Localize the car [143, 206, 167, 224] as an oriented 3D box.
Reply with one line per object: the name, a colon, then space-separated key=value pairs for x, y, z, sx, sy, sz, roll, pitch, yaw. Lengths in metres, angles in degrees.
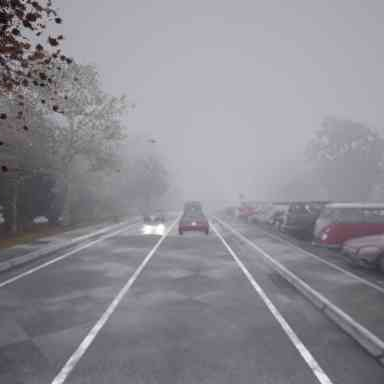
car: x=-3.338 y=2.090 z=30.808 sx=2.128 sy=1.511 sz=4.902 roll=0 pitch=-2 yaw=0

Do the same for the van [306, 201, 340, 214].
van: x=20.308 y=2.456 z=51.673 sx=4.442 sy=1.987 sz=1.878 roll=0 pitch=-2 yaw=0

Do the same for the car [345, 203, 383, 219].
car: x=20.139 y=2.146 z=37.707 sx=4.553 sy=1.767 sz=2.185 roll=0 pitch=-2 yaw=0

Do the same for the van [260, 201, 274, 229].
van: x=6.950 y=1.593 z=21.276 sx=4.442 sy=1.987 sz=1.878 roll=0 pitch=-2 yaw=0

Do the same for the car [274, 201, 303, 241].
car: x=7.087 y=1.430 z=15.742 sx=5.566 sy=2.045 sz=2.435 roll=0 pitch=-1 yaw=0

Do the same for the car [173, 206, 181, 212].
car: x=-3.204 y=3.641 z=72.015 sx=1.895 sy=1.301 sz=4.718 roll=0 pitch=-3 yaw=0

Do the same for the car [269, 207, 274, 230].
car: x=7.092 y=1.772 z=18.488 sx=4.792 sy=1.488 sz=2.163 roll=0 pitch=-1 yaw=0

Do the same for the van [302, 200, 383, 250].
van: x=6.938 y=1.424 z=12.965 sx=4.442 sy=1.987 sz=1.878 roll=0 pitch=-1 yaw=0

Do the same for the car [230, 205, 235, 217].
car: x=7.093 y=2.318 z=37.919 sx=4.674 sy=1.452 sz=2.002 roll=0 pitch=-2 yaw=0

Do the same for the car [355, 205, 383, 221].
car: x=20.161 y=2.199 z=35.059 sx=5.008 sy=1.535 sz=2.097 roll=0 pitch=-2 yaw=0

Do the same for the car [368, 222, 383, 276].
car: x=7.041 y=1.586 z=7.411 sx=5.008 sy=1.535 sz=2.097 roll=0 pitch=-1 yaw=0

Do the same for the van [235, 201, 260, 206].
van: x=7.203 y=1.976 z=35.151 sx=4.442 sy=1.987 sz=1.878 roll=0 pitch=-2 yaw=0

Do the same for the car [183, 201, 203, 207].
car: x=0.116 y=2.066 z=39.775 sx=2.150 sy=2.045 sz=5.566 roll=0 pitch=-1 yaw=0

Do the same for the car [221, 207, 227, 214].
car: x=7.071 y=2.180 z=43.478 sx=5.566 sy=2.045 sz=2.435 roll=0 pitch=-2 yaw=0

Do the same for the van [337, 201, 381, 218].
van: x=20.291 y=2.122 z=40.478 sx=4.442 sy=1.987 sz=1.878 roll=0 pitch=-2 yaw=0

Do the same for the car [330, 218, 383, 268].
car: x=7.053 y=1.658 z=10.186 sx=4.674 sy=1.452 sz=2.002 roll=0 pitch=-1 yaw=0

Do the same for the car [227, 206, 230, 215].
car: x=7.124 y=2.384 z=40.694 sx=4.792 sy=1.488 sz=2.163 roll=0 pitch=-2 yaw=0

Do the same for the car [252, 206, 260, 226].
car: x=7.073 y=1.936 z=24.044 sx=4.674 sy=1.452 sz=2.002 roll=0 pitch=-2 yaw=0

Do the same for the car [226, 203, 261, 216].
car: x=7.134 y=2.385 z=46.245 sx=4.553 sy=1.767 sz=2.185 roll=0 pitch=-2 yaw=0

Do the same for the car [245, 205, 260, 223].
car: x=7.045 y=2.002 z=26.820 sx=4.792 sy=1.488 sz=2.163 roll=0 pitch=-2 yaw=0

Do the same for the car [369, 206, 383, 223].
car: x=20.157 y=2.119 z=32.164 sx=5.008 sy=1.535 sz=2.097 roll=0 pitch=-2 yaw=0

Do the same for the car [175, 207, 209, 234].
car: x=0.103 y=1.959 z=22.334 sx=1.994 sy=1.385 sz=4.181 roll=0 pitch=-1 yaw=0

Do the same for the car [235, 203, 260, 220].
car: x=7.088 y=2.125 z=32.370 sx=5.008 sy=1.535 sz=2.097 roll=0 pitch=-2 yaw=0
